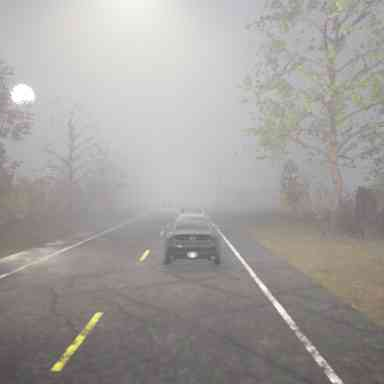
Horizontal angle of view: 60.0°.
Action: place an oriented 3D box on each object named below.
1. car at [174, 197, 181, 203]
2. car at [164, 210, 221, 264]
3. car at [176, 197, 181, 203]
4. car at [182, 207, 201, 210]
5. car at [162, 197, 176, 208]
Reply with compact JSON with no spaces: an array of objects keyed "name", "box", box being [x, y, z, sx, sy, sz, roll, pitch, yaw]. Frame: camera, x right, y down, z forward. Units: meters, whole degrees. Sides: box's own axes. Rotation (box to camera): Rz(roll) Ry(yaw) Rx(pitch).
[{"name":"car","box":[-3.995,2.197,91.365,1.882,1.535,5.008,0,0,0]},{"name":"car","box":[0.026,1.633,12.330,1.837,1.490,4.892,0,0,0]},{"name":"car","box":[-3.835,2.123,83.972,1.812,1.442,4.674,0,0,-2]},{"name":"car","box":[-0.042,1.873,26.690,1.895,1.301,4.718,0,-1,0]},{"name":"car","box":[-4.283,2.056,58.042,2.128,1.511,4.902,0,0,-4]}]
